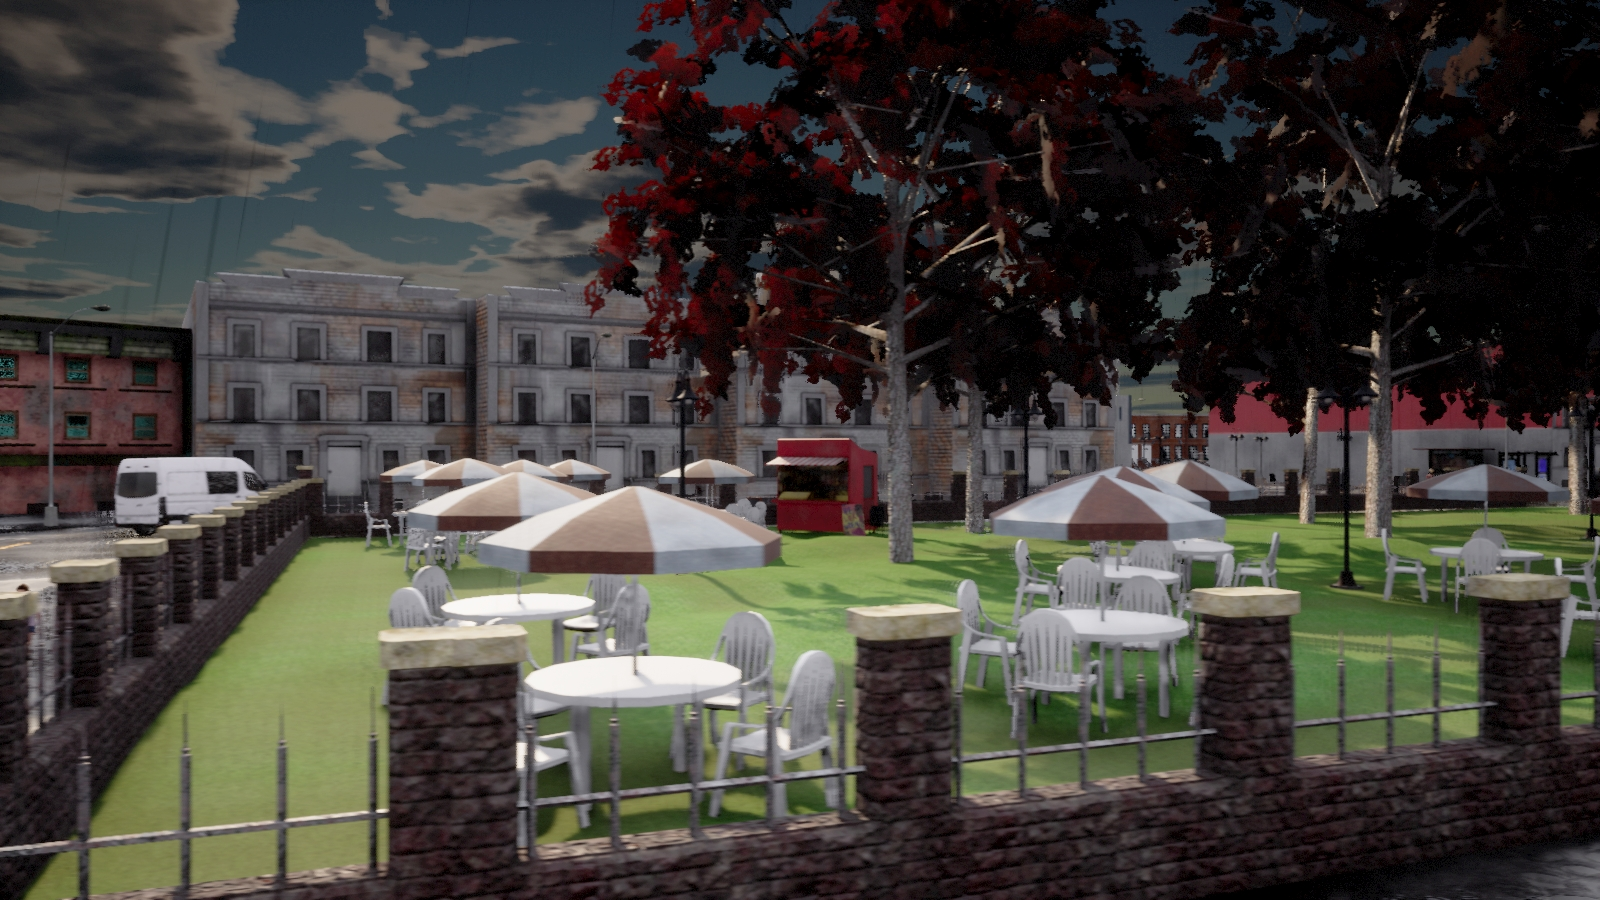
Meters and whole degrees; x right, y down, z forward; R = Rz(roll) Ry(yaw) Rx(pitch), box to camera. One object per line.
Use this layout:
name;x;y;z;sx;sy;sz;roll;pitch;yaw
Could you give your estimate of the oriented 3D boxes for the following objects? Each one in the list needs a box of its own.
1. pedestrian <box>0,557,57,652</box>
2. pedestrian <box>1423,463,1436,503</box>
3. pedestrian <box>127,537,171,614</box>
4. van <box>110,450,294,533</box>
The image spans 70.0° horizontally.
pedestrian;-9.557;1.898;14.120;0.500;1.100;0.500;0;0;-15
pedestrian;29.413;1.521;53.365;0.375;1.860;0.375;0;0;-20
pedestrian;-9.925;1.904;17.437;0.500;1.100;0.500;0;0;-20
van;-20.060;1.316;38.720;1.988;2.561;5.915;-2;0;16
